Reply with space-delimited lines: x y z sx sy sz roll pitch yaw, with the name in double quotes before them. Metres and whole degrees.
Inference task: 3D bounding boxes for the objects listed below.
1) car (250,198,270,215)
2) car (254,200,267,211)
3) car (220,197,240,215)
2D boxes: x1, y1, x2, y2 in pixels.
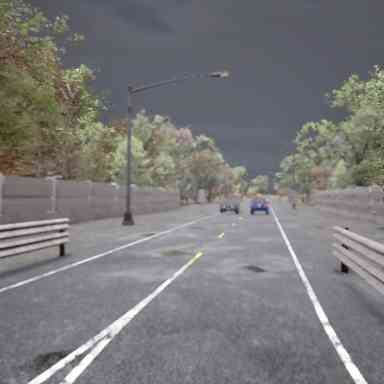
"car" 8.462 1.743 41.600 2.150 2.045 5.566 0 -1 12
"car" 10.765 2.114 52.079 1.882 1.535 5.008 0 0 12
"car" 4.855 1.689 41.799 2.150 2.045 5.566 2 -1 13
